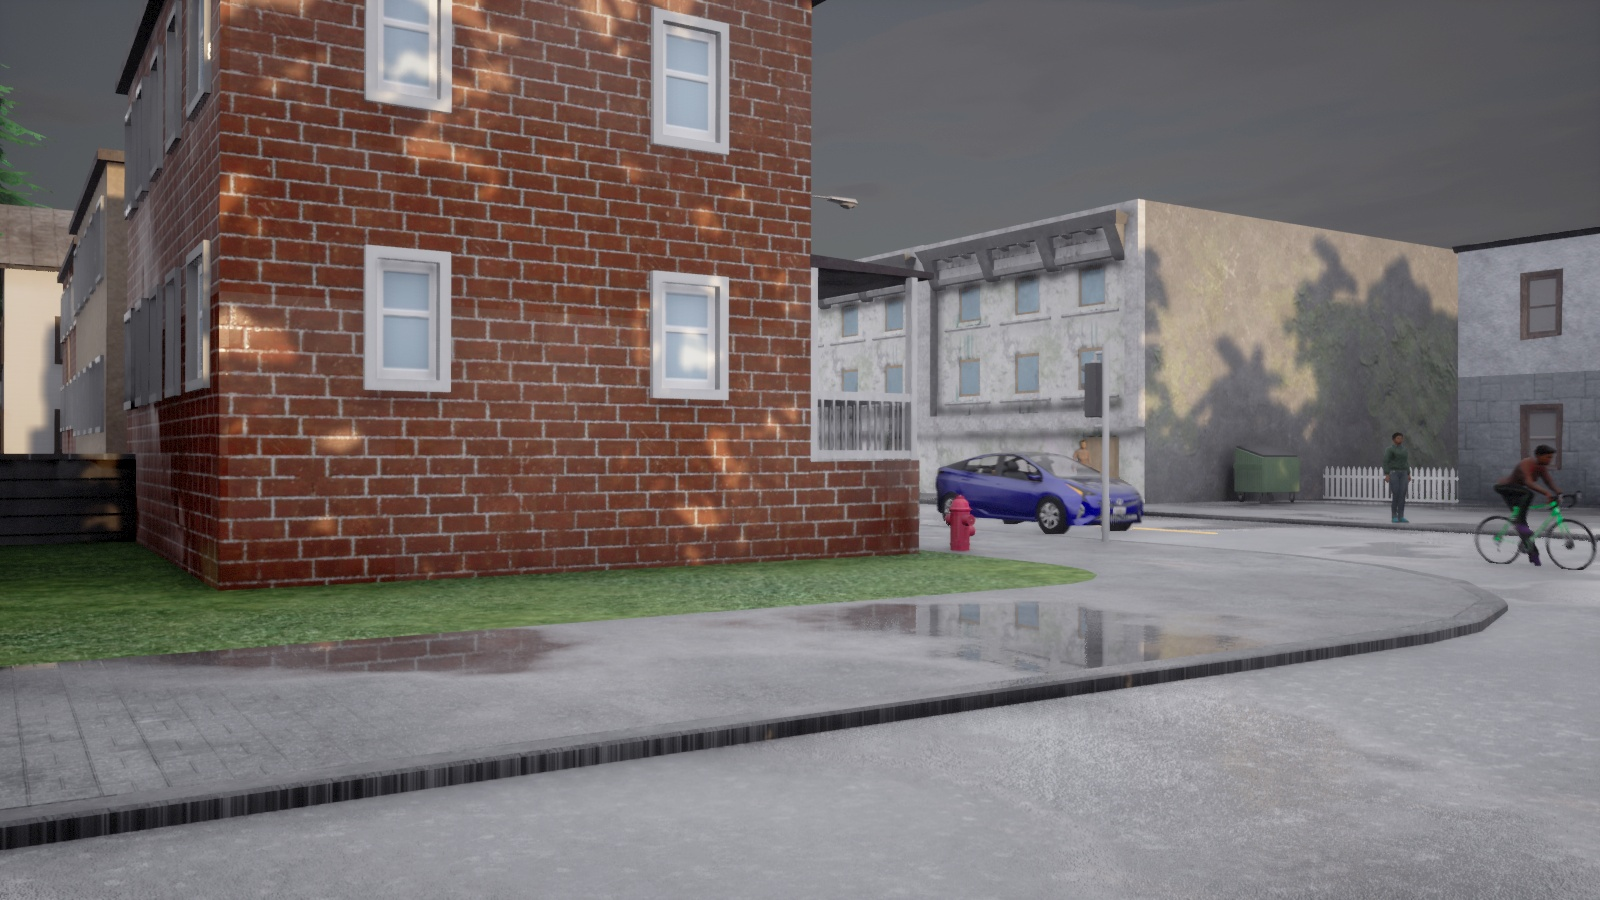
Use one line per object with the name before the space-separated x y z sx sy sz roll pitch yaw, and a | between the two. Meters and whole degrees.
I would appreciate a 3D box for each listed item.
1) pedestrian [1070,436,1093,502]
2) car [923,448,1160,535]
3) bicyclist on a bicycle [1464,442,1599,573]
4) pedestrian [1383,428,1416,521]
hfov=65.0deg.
pedestrian | 7.908 0.524 35.241 0.331 1.846 0.634 0 0 -21
car | 4.607 0.742 24.643 2.007 1.525 4.514 0 0 -33
bicyclist on a bicycle | 9.721 0.718 16.564 0.582 1.620 1.656 -1 1 -27
pedestrian | 12.145 0.491 25.450 0.353 1.847 0.614 0 0 -3
